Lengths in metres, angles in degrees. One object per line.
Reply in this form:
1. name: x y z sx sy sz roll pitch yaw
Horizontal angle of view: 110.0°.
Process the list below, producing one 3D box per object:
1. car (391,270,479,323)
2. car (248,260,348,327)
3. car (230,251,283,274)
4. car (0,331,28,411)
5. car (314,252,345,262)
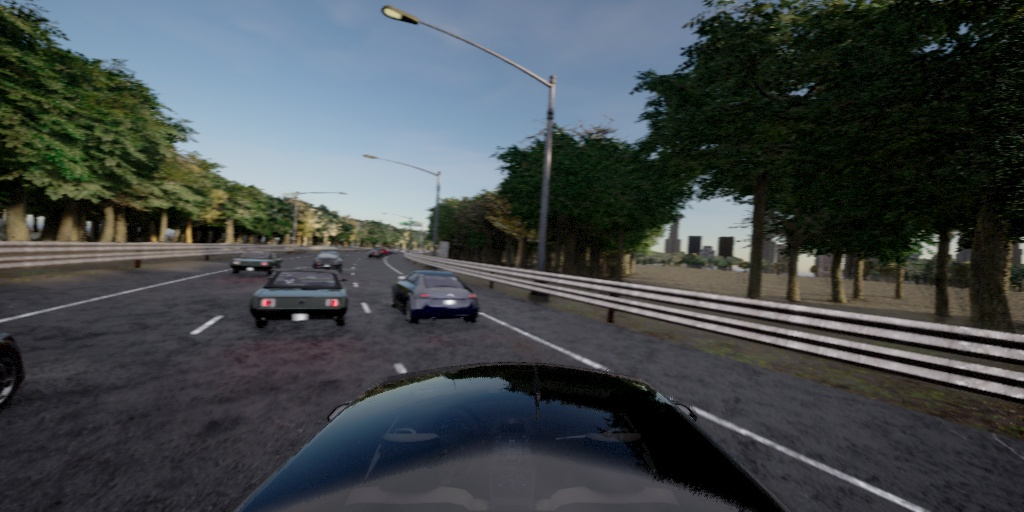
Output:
1. car: -2.551 1.142 11.323 1.994 1.385 4.181 4 0 -27
2. car: -5.577 0.982 9.798 1.895 1.301 4.718 4 0 -27
3. car: -14.952 0.362 21.288 1.895 1.301 4.718 4 0 -25
4. car: -5.549 0.951 2.101 1.994 1.385 4.181 4 0 -28
5. car: -13.131 0.401 25.741 1.812 1.442 4.674 4 0 -24
